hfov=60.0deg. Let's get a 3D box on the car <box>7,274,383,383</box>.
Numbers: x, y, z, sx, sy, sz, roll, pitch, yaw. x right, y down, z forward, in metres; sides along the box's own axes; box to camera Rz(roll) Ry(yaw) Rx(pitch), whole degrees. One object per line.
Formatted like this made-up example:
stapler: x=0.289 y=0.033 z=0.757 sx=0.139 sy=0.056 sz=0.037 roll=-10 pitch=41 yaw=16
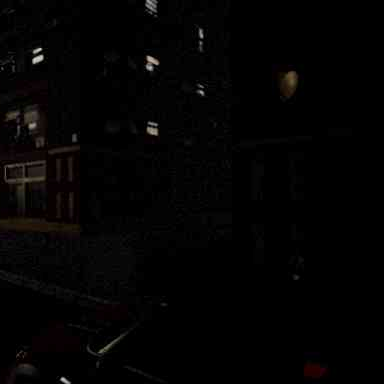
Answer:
car: x=0.260 y=1.441 z=2.709 sx=4.097 sy=1.590 sz=1.967 roll=0 pitch=-1 yaw=36
